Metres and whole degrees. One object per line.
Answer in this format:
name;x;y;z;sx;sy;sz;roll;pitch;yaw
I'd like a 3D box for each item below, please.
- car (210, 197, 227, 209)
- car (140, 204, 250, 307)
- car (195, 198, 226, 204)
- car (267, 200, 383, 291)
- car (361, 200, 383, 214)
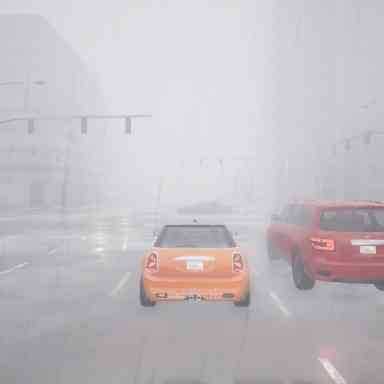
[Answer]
car;3.587;1.525;46.069;1.812;1.442;4.674;0;0;-1
car;0.075;1.352;8.154;2.097;1.767;4.553;0;0;1
car;1.266;1.547;32.050;5.357;1.411;2.033;0;0;1
car;3.554;1.221;9.174;2.150;2.045;5.566;0;0;3
car;20.533;1.563;35.312;4.181;1.385;1.994;0;0;1
